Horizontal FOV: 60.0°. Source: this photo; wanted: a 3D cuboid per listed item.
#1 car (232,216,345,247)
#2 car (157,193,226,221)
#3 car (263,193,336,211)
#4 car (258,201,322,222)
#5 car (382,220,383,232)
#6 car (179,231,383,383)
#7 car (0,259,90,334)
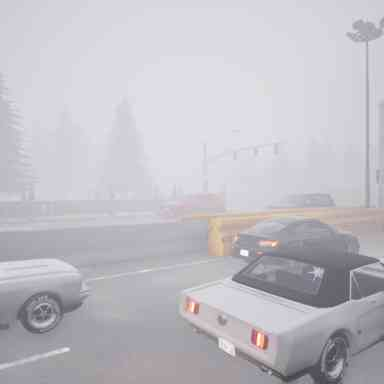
[{"bbox_3d":[3.306,1.473,10.364,4.674,1.442,1.812,-1,0,-35],"label":"car"},{"bbox_3d":[0.093,1.126,25.428,5.566,2.045,2.150,0,0,-35],"label":"car"},{"bbox_3d":[7.138,1.099,21.786,5.566,2.045,2.150,0,0,-35],"label":"car"},{"bbox_3d":[7.933,1.465,26.589,5.357,1.411,2.033,-1,0,-35],"label":"car"},{"bbox_3d":[10.695,1.406,15.604,4.674,1.442,1.812,-1,0,-36],"label":"car"},{"bbox_3d":[2.237,1.576,5.323,4.718,1.301,1.895,-1,0,-35],"label":"car"},{"bbox_3d":[-4.115,1.601,5.110,4.718,1.301,1.895,0,0,-35],"label":"car"}]
